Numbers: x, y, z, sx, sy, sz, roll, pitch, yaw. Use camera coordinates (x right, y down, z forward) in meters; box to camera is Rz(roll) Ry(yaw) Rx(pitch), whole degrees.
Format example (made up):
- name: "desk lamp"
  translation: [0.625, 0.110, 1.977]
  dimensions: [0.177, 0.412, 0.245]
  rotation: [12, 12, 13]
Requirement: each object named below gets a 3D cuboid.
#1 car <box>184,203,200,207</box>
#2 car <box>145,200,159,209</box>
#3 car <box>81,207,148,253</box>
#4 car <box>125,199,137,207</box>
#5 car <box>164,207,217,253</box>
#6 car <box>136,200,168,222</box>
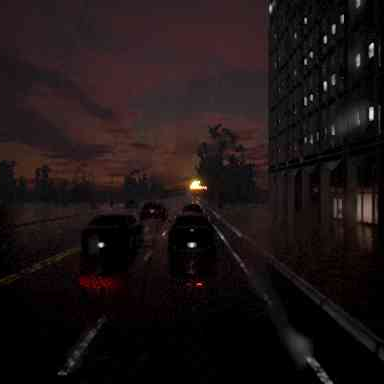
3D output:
- name: "car"
  translation: [0.005, 1.776, 29.293]
  dimensions: [1.837, 1.490, 4.892]
  rotation: [0, 0, 0]
- name: "car"
  translation: [-6.504, 2.002, 54.364]
  dimensions: [1.812, 1.442, 4.674]
  rotation: [0, -1, 0]
- name: "car"
  translation: [-3.246, 1.642, 14.304]
  dimensions: [1.837, 1.490, 4.892]
  rotation: [0, 0, 0]
- name: "car"
  translation: [-9.753, 1.989, 54.438]
  dimensions: [1.837, 1.490, 4.892]
  rotation: [0, -1, 0]
- name: "car"
  translation: [0.004, 1.642, 14.298]
  dimensions: [1.837, 1.490, 4.892]
  rotation: [0, 0, 0]
- name: "car"
  translation: [-3.248, 1.616, 29.069]
  dimensions: [2.097, 1.767, 4.553]
  rotation: [0, -1, 0]
